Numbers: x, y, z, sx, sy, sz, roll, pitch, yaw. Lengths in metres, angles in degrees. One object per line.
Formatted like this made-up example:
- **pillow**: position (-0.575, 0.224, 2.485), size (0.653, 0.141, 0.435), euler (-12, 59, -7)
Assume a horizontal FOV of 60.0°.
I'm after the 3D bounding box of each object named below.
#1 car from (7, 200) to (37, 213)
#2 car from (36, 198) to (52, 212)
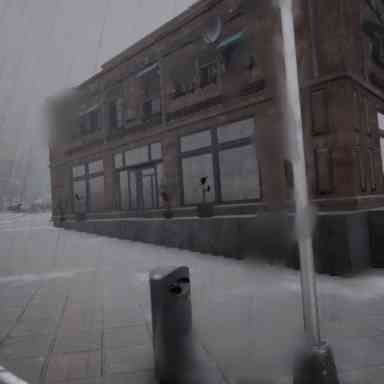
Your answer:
- **car**: position (-26.226, 2.384, 50.415), size (4.902, 1.511, 2.128), euler (-3, -2, 37)
- **car**: position (-23.589, 2.009, 52.500), size (5.566, 2.045, 2.150), euler (-5, -2, 39)
